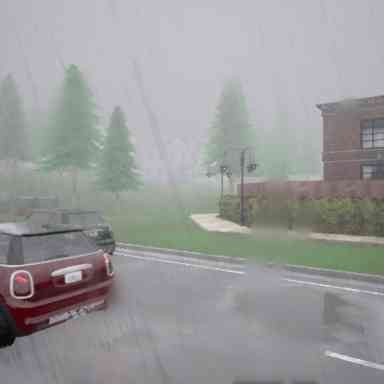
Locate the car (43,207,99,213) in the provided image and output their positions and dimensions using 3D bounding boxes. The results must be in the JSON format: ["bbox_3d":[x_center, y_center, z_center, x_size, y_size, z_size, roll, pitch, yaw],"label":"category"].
[{"bbox_3d":[-4.792,1.352,11.521,4.553,1.767,2.097,0,0,35],"label":"car"}]

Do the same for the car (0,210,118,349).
[{"bbox_3d":[-3.603,1.353,6.433,4.553,1.767,2.097,0,0,35],"label":"car"}]
